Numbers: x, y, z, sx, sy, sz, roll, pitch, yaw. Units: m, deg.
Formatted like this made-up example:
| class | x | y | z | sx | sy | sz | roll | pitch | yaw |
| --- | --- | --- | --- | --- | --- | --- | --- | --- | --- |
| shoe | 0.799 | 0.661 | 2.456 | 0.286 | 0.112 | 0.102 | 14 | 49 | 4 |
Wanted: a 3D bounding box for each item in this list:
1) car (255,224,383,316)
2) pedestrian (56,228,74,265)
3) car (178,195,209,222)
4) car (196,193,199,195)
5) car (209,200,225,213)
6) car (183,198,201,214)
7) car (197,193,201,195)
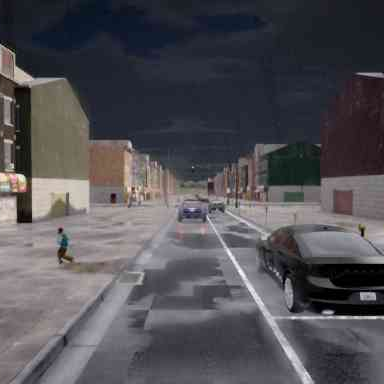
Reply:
| class | x | y | z | sx | sy | sz | roll | pitch | yaw |
| --- | --- | --- | --- | --- | --- | --- | --- | --- | --- |
| car | 2.747 | 1.476 | 7.665 | 1.882 | 1.535 | 5.008 | 0 | 0 | 0 |
| pedestrian | -3.691 | 1.519 | 9.511 | 0.500 | 1.100 | 0.500 | -1 | 1 | -10 |
| car | 0.038 | 1.350 | 26.303 | 2.097 | 1.767 | 4.553 | 0 | 0 | 0 |
| car | 2.593 | 1.586 | 91.051 | 1.887 | 1.381 | 4.507 | -1 | 0 | 0 |
| car | 2.610 | 1.552 | 36.476 | 2.008 | 1.369 | 4.403 | -1 | 0 | 0 |
| car | 0.006 | 1.478 | 36.178 | 1.882 | 1.535 | 5.008 | 0 | 0 | 1 |
| car | 2.597 | 1.614 | 79.986 | 1.802 | 1.307 | 4.206 | -1 | 0 | 0 |
